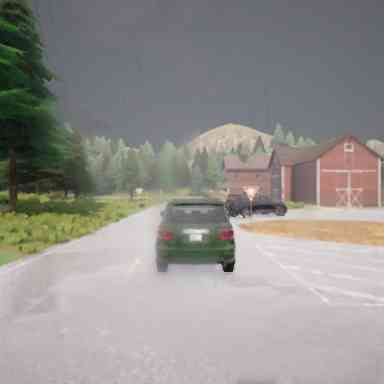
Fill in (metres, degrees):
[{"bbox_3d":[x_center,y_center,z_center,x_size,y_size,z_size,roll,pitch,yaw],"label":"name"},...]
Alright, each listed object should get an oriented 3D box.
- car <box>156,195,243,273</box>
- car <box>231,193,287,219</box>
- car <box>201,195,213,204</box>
[{"bbox_3d":[0.098,1.215,10.845,2.150,2.045,5.566,0,0,0],"label":"car"},{"bbox_3d":[5.444,1.141,28.413,5.566,2.045,2.150,-1,-1,-24],"label":"car"},{"bbox_3d":[2.953,1.415,64.984,1.816,1.474,4.193,-6,0,-2],"label":"car"}]
